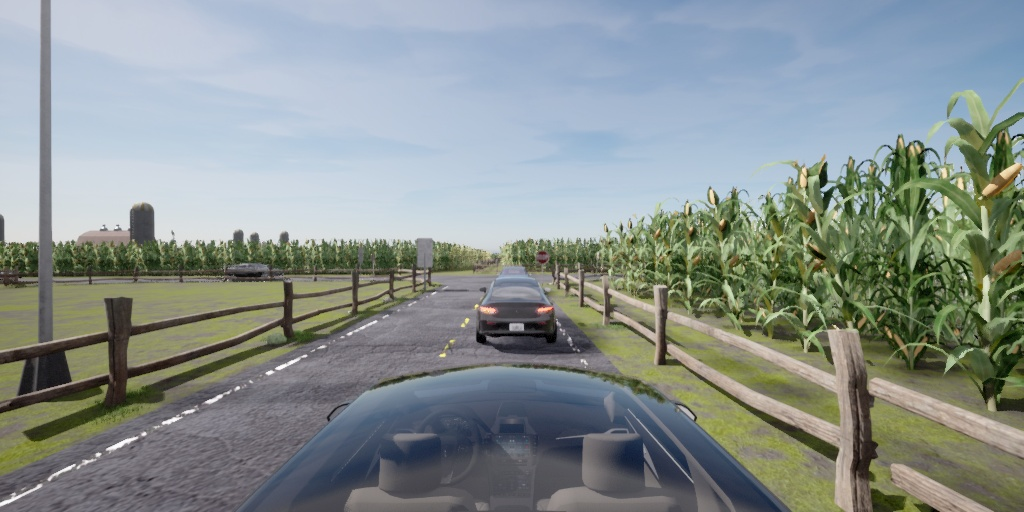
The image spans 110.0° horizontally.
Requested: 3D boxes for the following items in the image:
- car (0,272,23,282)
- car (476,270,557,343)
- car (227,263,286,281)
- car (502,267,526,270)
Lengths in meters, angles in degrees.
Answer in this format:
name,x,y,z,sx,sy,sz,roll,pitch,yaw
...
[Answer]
name,x,y,z,sx,sy,sz,roll,pitch,yaw
car,-47.908,1.682,32.420,5.357,1.411,2.033,-1,0,0
car,0.090,1.274,9.548,1.812,1.442,4.674,0,0,0
car,-23.127,1.415,32.372,4.902,1.511,2.128,0,0,0
car,0.110,1.294,19.922,2.033,1.411,5.357,0,0,2
